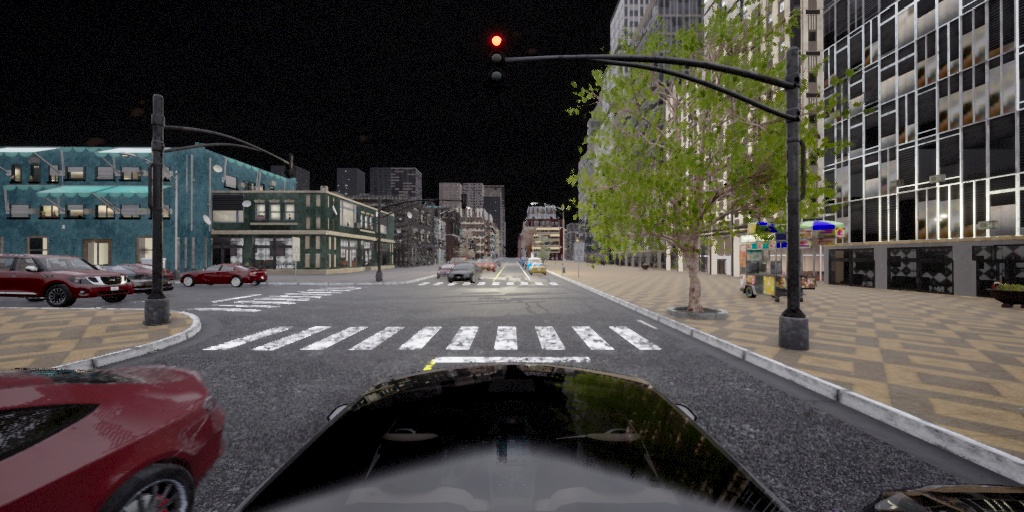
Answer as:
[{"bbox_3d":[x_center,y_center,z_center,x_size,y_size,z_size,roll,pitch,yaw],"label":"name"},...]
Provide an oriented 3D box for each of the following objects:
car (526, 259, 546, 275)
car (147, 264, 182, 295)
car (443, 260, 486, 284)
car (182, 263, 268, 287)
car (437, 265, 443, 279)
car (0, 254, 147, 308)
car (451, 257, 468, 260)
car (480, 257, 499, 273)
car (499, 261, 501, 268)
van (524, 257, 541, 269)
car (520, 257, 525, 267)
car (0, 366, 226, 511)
[{"bbox_3d":[2.720,1.278,38.251,1.751,1.417,4.829,0,0,0],"label":"car"},{"bbox_3d":[-18.227,1.082,15.733,5.357,1.411,2.033,1,0,-1],"label":"car"},{"bbox_3d":[-3.491,1.257,27.353,1.837,1.490,4.892,0,0,5],"label":"car"},{"bbox_3d":[-17.261,1.121,21.535,4.507,1.381,1.888,0,0,-1],"label":"car"},{"bbox_3d":[-5.665,1.334,32.534,1.802,1.307,4.207,0,0,0],"label":"car"},{"bbox_3d":[-17.149,0.850,13.155,5.009,1.841,2.192,0,0,-1],"label":"car"},{"bbox_3d":[-5.661,1.067,38.085,2.192,1.841,5.009,0,0,0],"label":"car"},{"bbox_3d":[-3.065,1.105,43.604,2.097,1.767,4.553,0,0,0],"label":"car"},{"bbox_3d":[-3.006,1.320,62.540,1.994,1.385,4.181,0,0,1],"label":"car"},{"bbox_3d":[2.724,1.094,43.633,1.690,1.789,3.998,0,0,0],"label":"van"},{"bbox_3d":[2.732,1.305,54.735,2.007,1.370,4.403,0,0,0],"label":"car"},{"bbox_3d":[-3.108,1.275,0.888,1.812,1.442,4.674,0,0,0],"label":"car"}]
